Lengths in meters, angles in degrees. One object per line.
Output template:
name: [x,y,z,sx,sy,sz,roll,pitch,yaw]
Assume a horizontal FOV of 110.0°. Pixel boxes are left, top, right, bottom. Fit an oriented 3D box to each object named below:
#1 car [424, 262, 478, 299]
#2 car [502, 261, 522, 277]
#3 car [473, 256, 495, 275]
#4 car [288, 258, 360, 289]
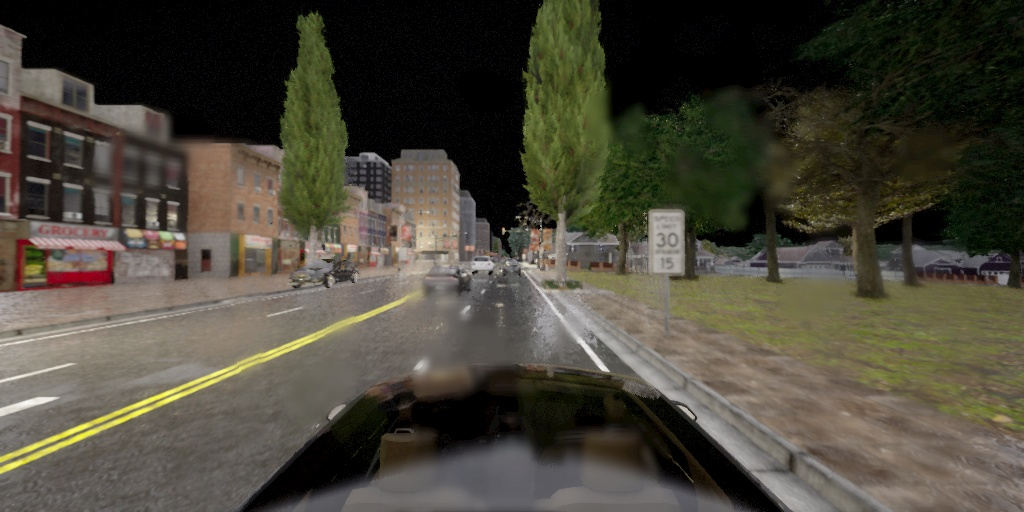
car: [-3.154,1.250,18.353,2.128,1.511,4.902,0,0,0]
car: [-0.006,1.295,36.937,2.128,1.511,4.902,0,0,0]
car: [-3.223,1.035,40.454,2.150,2.045,5.566,0,0,1]
car: [-9.753,0.872,19.025,1.837,1.490,4.892,0,0,0]
